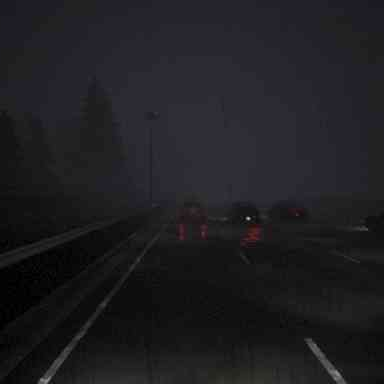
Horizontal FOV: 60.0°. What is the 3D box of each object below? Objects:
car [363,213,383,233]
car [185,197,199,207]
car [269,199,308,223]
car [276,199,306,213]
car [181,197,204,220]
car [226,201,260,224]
[{"bbox_3d":[10.602,1.496,16.356,2.033,1.411,5.357,0,0,0],"label":"car"},{"bbox_3d":[0.012,1.408,50.095,1.994,1.385,4.181,0,0,0],"label":"car"},{"bbox_3d":[7.104,1.399,24.941,1.882,1.535,5.008,0,0,0],"label":"car"},{"bbox_3d":[10.606,1.452,35.929,1.994,1.385,4.181,0,0,0],"label":"car"},{"bbox_3d":[0.051,1.371,26.839,1.801,1.575,5.366,0,0,1],"label":"car"},{"bbox_3d":[3.604,1.431,23.712,1.837,1.490,4.892,0,0,0],"label":"car"}]
